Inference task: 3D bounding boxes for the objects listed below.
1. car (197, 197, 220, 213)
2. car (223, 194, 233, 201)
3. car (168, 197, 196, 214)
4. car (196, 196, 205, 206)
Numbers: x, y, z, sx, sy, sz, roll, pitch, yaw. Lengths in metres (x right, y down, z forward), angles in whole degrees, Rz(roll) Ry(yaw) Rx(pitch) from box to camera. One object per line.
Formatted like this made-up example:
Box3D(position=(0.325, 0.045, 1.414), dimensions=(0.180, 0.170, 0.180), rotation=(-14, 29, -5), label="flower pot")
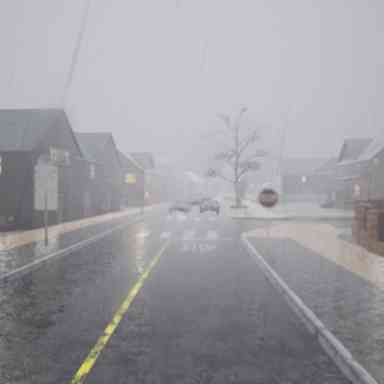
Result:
Box3D(position=(1.866, 1.437, 33.827), dimensions=(1.895, 1.301, 4.718), rotation=(0, 0, 6), label="car")
Box3D(position=(7.996, 1.131, 73.489), dimensions=(1.882, 1.535, 5.008), rotation=(0, 0, 12), label="car")
Box3D(position=(-1.114, 1.379, 33.523), dimensions=(2.033, 1.411, 5.357), rotation=(0, 0, 6), label="car")
Box3D(position=(0.269, 1.375, 45.440), dimensions=(1.895, 1.301, 4.718), rotation=(0, 0, 8), label="car")
